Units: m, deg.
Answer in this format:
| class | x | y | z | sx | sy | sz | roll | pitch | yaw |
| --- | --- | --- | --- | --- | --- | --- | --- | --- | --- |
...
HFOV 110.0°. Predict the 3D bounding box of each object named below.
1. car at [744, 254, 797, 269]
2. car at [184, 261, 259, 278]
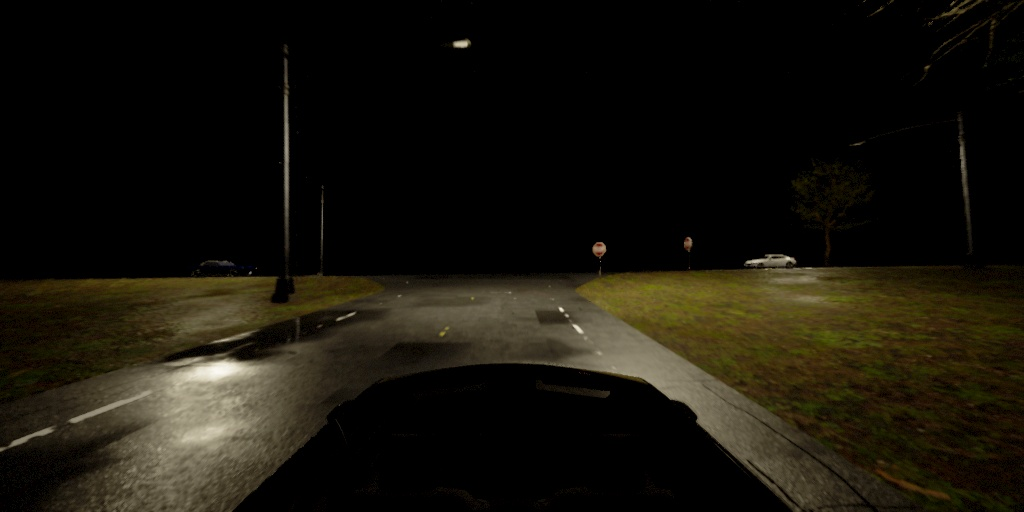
| class | x | y | z | sx | sy | sz | roll | pitch | yaw |
| --- | --- | --- | --- | --- | --- | --- | --- | --- | --- |
| car | 25.658 | 0.599 | 35.692 | 4.674 | 1.442 | 1.812 | -2 | -2 | -1 |
| car | -22.856 | 1.041 | 28.352 | 4.718 | 1.301 | 1.895 | -1 | -3 | 1 |
